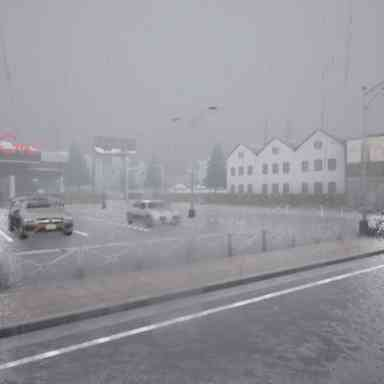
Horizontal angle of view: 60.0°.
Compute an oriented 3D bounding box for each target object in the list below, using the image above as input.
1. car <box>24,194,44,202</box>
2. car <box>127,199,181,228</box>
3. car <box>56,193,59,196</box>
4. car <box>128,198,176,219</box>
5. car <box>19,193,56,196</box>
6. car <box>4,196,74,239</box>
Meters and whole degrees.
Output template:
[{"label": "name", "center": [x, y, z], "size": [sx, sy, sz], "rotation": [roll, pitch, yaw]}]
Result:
[{"label": "car", "center": [-35.869, 1.350, 75.420], "size": [3.866, 1.878, 1.905], "rotation": [0, 0, -36]}, {"label": "car", "center": [-2.340, 1.262, 19.997], "size": [1.970, 1.475, 3.806], "rotation": [0, 0, -36]}, {"label": "car", "center": [-16.811, 1.107, 40.295], "size": [1.905, 1.878, 3.866], "rotation": [0, 0, -36]}, {"label": "car", "center": [-3.453, 1.333, 27.863], "size": [2.007, 1.523, 4.514], "rotation": [0, 0, -36]}, {"label": "car", "center": [-14.917, 1.122, 31.981], "size": [1.932, 1.855, 4.605], "rotation": [0, 0, -36]}, {"label": "car", "center": [-7.377, 1.174, 16.007], "size": [2.152, 1.636, 5.027], "rotation": [0, 0, -36]}]
